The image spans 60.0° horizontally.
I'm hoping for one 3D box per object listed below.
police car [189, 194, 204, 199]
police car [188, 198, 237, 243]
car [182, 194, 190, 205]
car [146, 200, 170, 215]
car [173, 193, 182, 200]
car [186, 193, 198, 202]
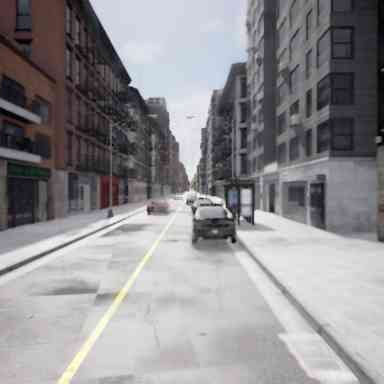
[{"bbox_3d":[0.900,1.255,25.492,1.930,1.638,5.238,0,0,0],"label":"police car"},{"bbox_3d":[0.900,1.320,15.493,1.930,1.638,5.238,0,0,0],"label":"police car"},{"bbox_3d":[0.003,1.211,50.978,2.033,1.411,5.357,0,0,0],"label":"car"},{"bbox_3d":[-3.095,1.395,31.015,1.895,1.301,4.718,0,0,0],"label":"car"},{"bbox_3d":[-3.000,0.983,72.829,1.812,1.442,4.674,0,0,0],"label":"car"},{"bbox_3d":[0.000,1.048,65.577,2.128,1.511,4.902,0,0,0],"label":"car"}]
